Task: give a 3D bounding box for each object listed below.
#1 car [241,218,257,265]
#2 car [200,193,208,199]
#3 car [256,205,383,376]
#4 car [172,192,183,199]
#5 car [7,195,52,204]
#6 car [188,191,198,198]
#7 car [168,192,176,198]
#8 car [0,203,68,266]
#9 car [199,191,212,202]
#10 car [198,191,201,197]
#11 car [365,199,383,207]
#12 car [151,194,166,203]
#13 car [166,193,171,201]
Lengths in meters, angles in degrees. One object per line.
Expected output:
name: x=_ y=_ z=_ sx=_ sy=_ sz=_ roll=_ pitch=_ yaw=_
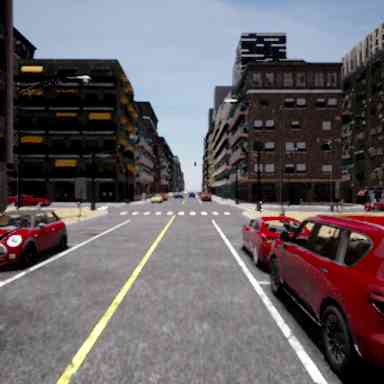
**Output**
car: x=2.697 y=1.455 z=10.992 sx=1.887 sy=1.381 sz=4.507 roll=1 pitch=0 yaw=0
car: x=2.694 y=0.967 z=76.597 sx=1.802 sy=1.307 sz=4.206 roll=1 pitch=0 yaw=0
car: x=2.700 y=1.270 z=5.430 sx=2.192 sy=1.841 sz=5.009 roll=1 pitch=0 yaw=0
car: x=-3.004 y=0.931 z=77.569 sx=1.994 sy=1.385 sz=4.181 roll=0 pitch=0 yaw=0
car: x=-17.254 y=0.973 z=35.390 sx=4.507 sy=1.381 sz=1.887 roll=1 pitch=-1 yaw=0
car: x=-0.003 y=0.833 z=86.287 sx=1.812 sy=1.442 sz=4.674 roll=0 pitch=0 yaw=0
car: x=-5.688 y=0.807 z=93.181 sx=2.008 sy=1.369 sz=4.403 roll=1 pitch=0 yaw=0
car: x=-5.682 y=1.350 z=10.992 sx=1.967 sy=1.590 sz=4.097 roll=1 pitch=0 yaw=0
car: x=2.695 y=1.061 z=60.027 sx=1.887 sy=1.381 sz=4.507 roll=1 pitch=0 yaw=0
car: x=2.696 y=0.913 z=65.550 sx=1.967 sy=1.590 sz=4.097 roll=1 pitch=0 yaw=0
car: x=20.845 y=1.458 z=35.720 sx=4.097 sy=1.590 sz=1.967 roll=1 pitch=-1 yaw=0
car: x=-5.685 y=1.087 z=54.347 sx=1.752 sy=1.417 sz=4.829 roll=1 pitch=0 yaw=0
car: x=-5.686 y=1.018 z=65.564 sx=1.887 sy=1.381 sz=4.507 roll=1 pitch=0 yaw=0
